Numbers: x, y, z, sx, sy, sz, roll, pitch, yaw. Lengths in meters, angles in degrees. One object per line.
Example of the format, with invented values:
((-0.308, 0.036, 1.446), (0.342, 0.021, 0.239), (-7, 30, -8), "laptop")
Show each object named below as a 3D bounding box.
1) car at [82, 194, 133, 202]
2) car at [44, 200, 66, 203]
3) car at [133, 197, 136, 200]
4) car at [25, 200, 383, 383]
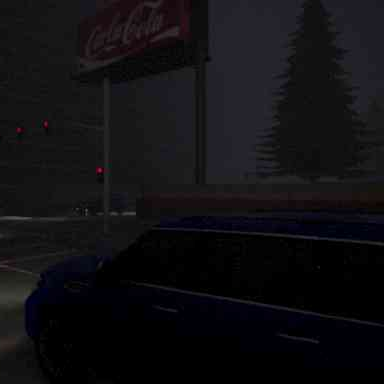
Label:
((-8.807, 1.227, 32.503), (2.150, 2.045, 5.566), (0, 0, 35), "car")
((-13.422, 1.530, 32.030), (1.812, 1.442, 4.674), (0, 0, 35), "car")
((-8.235, 1.357, 39.385), (2.097, 1.767, 4.553), (0, 0, 35), "car")
((0.457, 1.221, 3.666), (5.566, 2.045, 2.150), (0, 0, 36), "car")
